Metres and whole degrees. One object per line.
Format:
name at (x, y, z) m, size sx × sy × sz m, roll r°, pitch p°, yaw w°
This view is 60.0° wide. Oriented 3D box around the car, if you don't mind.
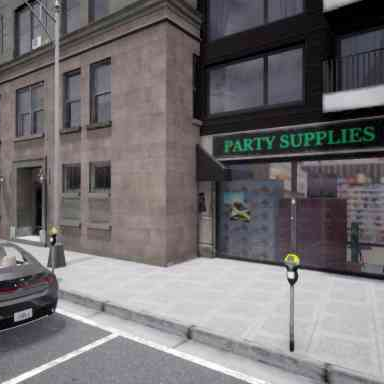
car at (-4.221, 1.550, 6.095) m, size 4.403 × 1.369 × 2.008 m, roll 0°, pitch 0°, yaw 36°
